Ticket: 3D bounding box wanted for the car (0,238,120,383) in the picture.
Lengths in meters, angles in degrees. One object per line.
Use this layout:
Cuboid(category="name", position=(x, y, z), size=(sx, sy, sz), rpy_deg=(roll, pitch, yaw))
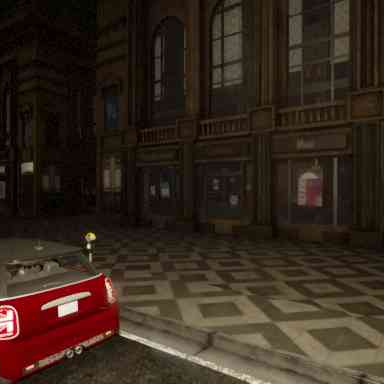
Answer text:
Cuboid(category="car", position=(-3.080, 1.440, 5.165), size=(4.097, 1.590, 1.967), rpy_deg=(0, 0, 36))
